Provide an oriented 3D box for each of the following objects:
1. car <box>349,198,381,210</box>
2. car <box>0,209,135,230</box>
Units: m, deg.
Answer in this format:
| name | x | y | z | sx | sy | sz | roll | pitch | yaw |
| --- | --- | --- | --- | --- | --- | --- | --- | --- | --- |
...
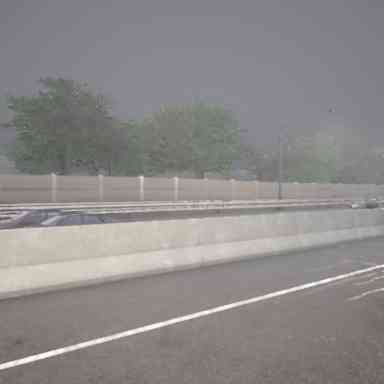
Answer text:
| name | x | y | z | sx | sy | sz | roll | pitch | yaw |
| --- | --- | --- | --- | --- | --- | --- | --- | --- | --- |
| car | 20.892 | 1.516 | 40.147 | 4.902 | 1.511 | 2.128 | 0 | 0 | -35 |
| car | -4.801 | 1.548 | 13.459 | 5.357 | 1.411 | 2.033 | 0 | 0 | -35 |
